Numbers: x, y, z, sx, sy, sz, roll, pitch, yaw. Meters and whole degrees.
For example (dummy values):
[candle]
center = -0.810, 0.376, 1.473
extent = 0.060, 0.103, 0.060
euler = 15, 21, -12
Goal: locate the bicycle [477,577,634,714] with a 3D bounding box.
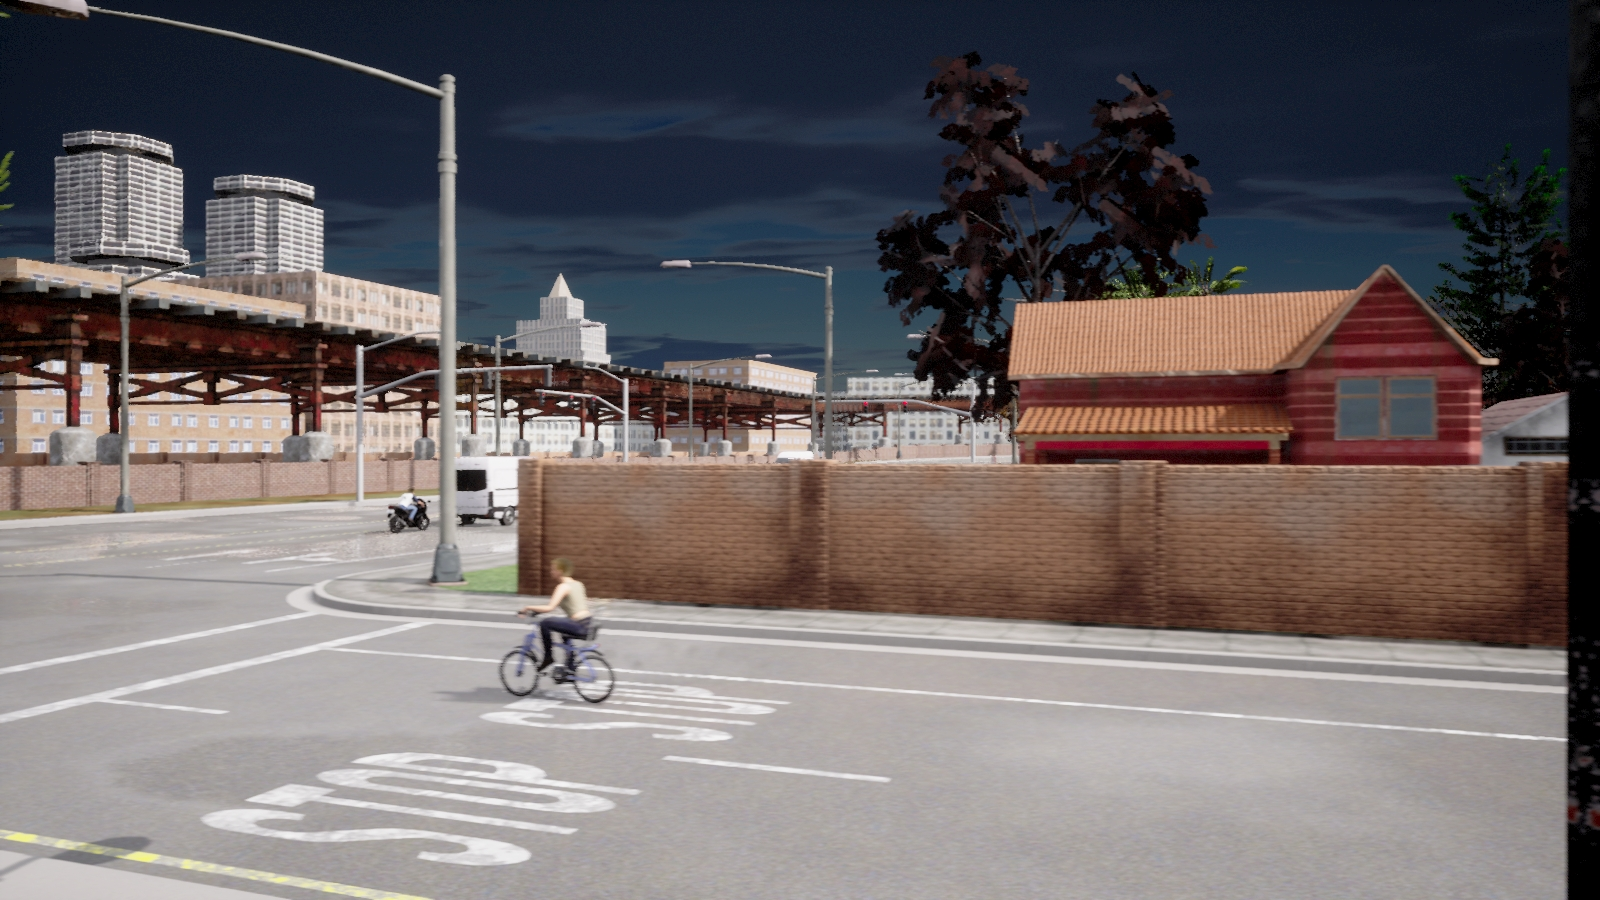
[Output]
[bicycle]
center = -2.723, 2.145, 12.762
extent = 1.487, 1.301, 0.859
euler = 0, 0, 20

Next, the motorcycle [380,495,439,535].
[motorcycle]
center = -13.133, 2.173, 38.489
extent = 0.803, 1.224, 2.033
euler = 0, 0, 20

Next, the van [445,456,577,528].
[van]
center = -11.041, 1.534, 44.152
extent = 1.988, 2.561, 5.915
euler = 0, 0, 20
